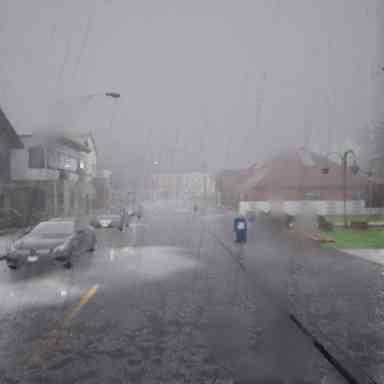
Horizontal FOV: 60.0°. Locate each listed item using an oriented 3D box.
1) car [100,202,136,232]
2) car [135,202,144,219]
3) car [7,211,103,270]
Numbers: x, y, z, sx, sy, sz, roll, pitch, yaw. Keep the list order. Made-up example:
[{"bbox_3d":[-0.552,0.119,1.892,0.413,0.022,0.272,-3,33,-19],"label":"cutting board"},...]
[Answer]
[{"bbox_3d":[-5.179,1.664,21.730,2.128,1.511,4.902,-1,0,-3],"label":"car"},{"bbox_3d":[-5.688,1.724,31.857,2.128,1.511,4.902,-1,0,-3],"label":"car"},{"bbox_3d":[-4.641,1.638,11.714,1.812,1.442,4.674,-1,0,-4],"label":"car"}]
